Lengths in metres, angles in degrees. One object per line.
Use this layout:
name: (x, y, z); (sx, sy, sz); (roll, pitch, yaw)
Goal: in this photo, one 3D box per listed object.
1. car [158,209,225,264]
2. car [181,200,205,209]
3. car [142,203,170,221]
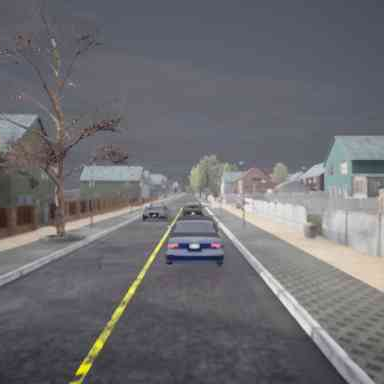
car: (0.085, 1.556, 11.752); (2.033, 1.411, 5.357); (0, 0, 0)
car: (0.092, 1.523, 29.664); (1.837, 1.490, 4.892); (0, 0, 0)
car: (-2.839, 1.581, 26.946); (1.994, 1.385, 4.181); (0, 0, 0)
